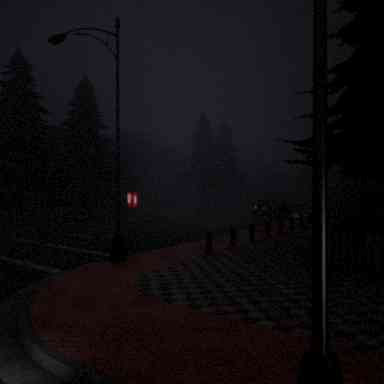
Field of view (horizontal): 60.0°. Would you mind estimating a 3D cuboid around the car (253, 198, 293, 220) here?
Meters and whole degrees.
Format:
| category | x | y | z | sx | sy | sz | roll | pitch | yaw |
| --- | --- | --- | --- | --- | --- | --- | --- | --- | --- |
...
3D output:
| category | x | y | z | sx | sy | sz | roll | pitch | yaw |
| --- | --- | --- | --- | --- | --- | --- | --- | --- | --- |
| car | 7.130 | 1.371 | 28.974 | 2.097 | 1.767 | 4.553 | 0 | 0 | 35 |
